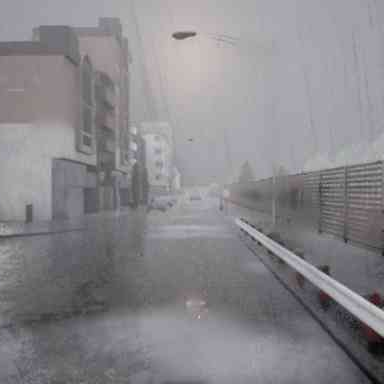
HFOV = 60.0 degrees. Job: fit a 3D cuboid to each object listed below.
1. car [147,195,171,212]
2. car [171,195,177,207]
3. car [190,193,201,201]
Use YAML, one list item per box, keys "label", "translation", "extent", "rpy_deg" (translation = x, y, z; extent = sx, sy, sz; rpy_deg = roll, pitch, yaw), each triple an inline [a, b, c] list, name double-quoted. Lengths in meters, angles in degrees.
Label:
- label: "car"
  translation: [-3.711, 1.332, 35.987]
  extent: [1.837, 1.490, 4.892]
  rpy_deg: [0, 0, 1]
- label: "car"
  translation: [-3.599, 1.253, 46.219]
  extent: [1.882, 1.535, 5.008]
  rpy_deg: [0, 0, 1]
- label: "car"
  translation: [0.711, 1.007, 68.210]
  extent: [2.097, 1.767, 4.553]
  rpy_deg: [0, 0, 1]
